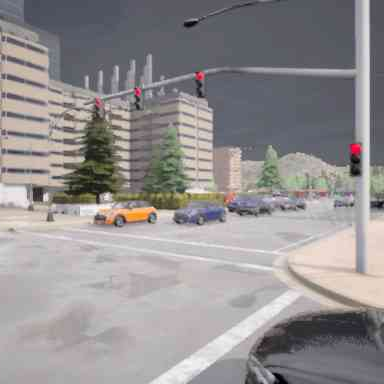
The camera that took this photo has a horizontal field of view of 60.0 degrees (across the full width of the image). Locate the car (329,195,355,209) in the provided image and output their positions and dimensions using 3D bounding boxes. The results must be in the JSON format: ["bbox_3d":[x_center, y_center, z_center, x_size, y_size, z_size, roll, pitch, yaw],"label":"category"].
[{"bbox_3d":[20.722,1.533,45.419,2.128,1.511,4.902,0,0,36],"label":"car"}]

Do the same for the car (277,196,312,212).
[{"bbox_3d":[12.348,1.536,40.223,2.128,1.511,4.902,0,0,36],"label":"car"}]

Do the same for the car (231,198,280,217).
[{"bbox_3d":[6.200,1.588,31.847,2.033,1.411,5.357,0,0,36],"label":"car"}]

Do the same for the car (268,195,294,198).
[{"bbox_3d":[12.180,1.580,45.890,1.812,1.442,4.674,0,0,36],"label":"car"}]

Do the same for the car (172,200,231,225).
[{"bbox_3d":[0.602,1.389,24.202,2.097,1.767,4.553,0,0,36],"label":"car"}]

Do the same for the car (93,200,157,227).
[{"bbox_3d":[-4.591,1.394,23.144,2.097,1.767,4.553,0,0,38],"label":"car"}]

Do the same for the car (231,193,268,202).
[{"bbox_3d":[6.116,1.271,37.651,2.150,2.045,5.566,0,0,36],"label":"car"}]

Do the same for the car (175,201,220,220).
[{"bbox_3d":[0.560,1.610,30.062,1.994,1.385,4.181,0,0,37],"label":"car"}]

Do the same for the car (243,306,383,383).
[{"bbox_3d":[2.695,1.491,2.101,4.902,1.511,2.128,0,0,36],"label":"car"}]

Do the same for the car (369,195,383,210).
[{"bbox_3d":[24.015,1.512,43.994,1.882,1.535,5.008,0,0,36],"label":"car"}]

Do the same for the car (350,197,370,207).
[{"bbox_3d":[27.933,1.593,55.269,2.033,1.411,5.357,0,0,36],"label":"car"}]
